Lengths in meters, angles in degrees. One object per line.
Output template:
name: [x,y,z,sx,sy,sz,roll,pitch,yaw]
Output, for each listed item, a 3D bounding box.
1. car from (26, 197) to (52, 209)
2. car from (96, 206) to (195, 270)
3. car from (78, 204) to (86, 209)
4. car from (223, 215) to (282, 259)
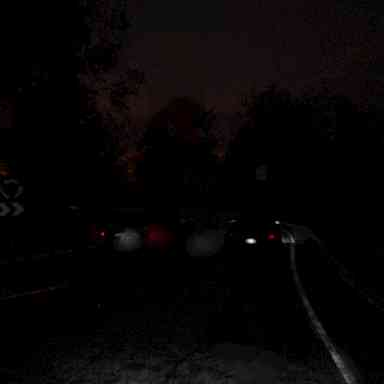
car: [-19.511,1.395,41.010,4.902,1.511,2.128,0,0,-3]
car: [-1.331,1.347,11.325,2.097,1.767,4.553,0,0,13]
car: [-12.458,1.417,43.405,5.008,1.535,1.882,1,0,16]
car: [2.397,1.578,12.803,1.994,1.385,4.181,0,0,13]
